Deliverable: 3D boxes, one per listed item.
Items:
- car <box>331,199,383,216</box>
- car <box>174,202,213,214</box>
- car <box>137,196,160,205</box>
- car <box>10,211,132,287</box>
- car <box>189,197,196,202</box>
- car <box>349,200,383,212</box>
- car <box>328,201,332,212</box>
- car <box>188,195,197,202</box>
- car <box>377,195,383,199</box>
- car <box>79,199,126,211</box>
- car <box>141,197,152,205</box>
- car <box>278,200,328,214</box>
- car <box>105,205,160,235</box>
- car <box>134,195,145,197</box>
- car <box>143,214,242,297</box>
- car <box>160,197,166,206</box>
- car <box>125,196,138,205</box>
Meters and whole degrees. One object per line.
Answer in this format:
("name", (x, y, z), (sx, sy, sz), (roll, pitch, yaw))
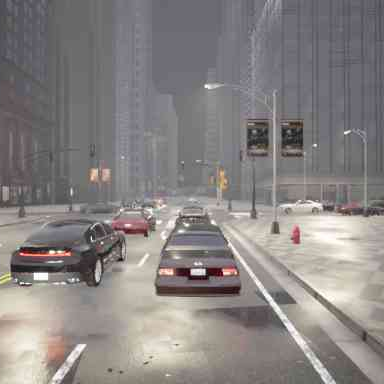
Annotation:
("car", (15.363, 1.577, 30.208), (4.206, 1.307, 1.802), (0, 0, -1))
("car", (0.076, 1.543, 18.501), (1.837, 1.490, 4.892), (0, 0, 1))
("car", (-6.515, 1.777, 50.847), (2.033, 1.411, 5.357), (0, 0, 0))
("car", (-3.136, 1.516, 9.351), (1.837, 1.490, 4.892), (0, 0, 0))
("car", (0.143, 2.027, 91.214), (1.882, 1.535, 5.008), (0, 0, 0))
("car", (20.886, 1.643, 38.810), (4.313, 1.339, 1.947), (0, 0, -1))
("car", (15.246, 1.662, 38.732), (4.313, 1.339, 1.947), (0, 0, -1))
("car", (0.127, 1.685, 80.637), (2.150, 2.045, 5.566), (0, 0, 0))
("car", (21.526, 1.264, 36.071), (5.566, 2.045, 2.150), (0, -1, -1))
("car", (-9.434, 1.682, 34.371), (4.181, 1.385, 1.994), (0, 0, -27))
("car", (-9.639, 1.905, 71.105), (1.812, 1.442, 4.674), (0, 0, 0))
("car", (11.692, 1.601, 35.924), (4.674, 1.442, 1.812), (0, -1, -1))
("car", (-3.122, 1.601, 18.251), (1.994, 1.385, 4.181), (0, 0, 0))
("car", (-9.722, 1.522, 60.758), (2.150, 2.045, 5.566), (0, 0, 0))
("car", (0.120, 1.557, 8.762), (2.033, 1.411, 5.357), (0, 0, 0))
("car", (-6.476, 1.647, 60.129), (2.097, 1.767, 4.553), (0, 0, 0))
("car", (-9.795, 1.734, 50.739), (1.837, 1.490, 4.892), (0, 0, -2))
